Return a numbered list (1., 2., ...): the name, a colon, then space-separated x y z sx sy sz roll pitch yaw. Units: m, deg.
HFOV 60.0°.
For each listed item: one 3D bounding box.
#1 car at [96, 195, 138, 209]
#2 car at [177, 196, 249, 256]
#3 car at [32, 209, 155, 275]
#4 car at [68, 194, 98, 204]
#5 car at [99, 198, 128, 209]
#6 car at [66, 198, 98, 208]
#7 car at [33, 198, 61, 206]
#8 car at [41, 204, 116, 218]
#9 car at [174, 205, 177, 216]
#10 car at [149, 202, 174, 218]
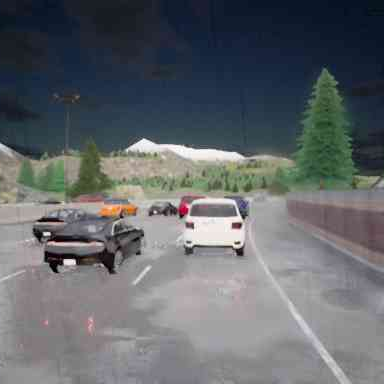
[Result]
1. car: -6.631 1.458 30.879 2.097 1.767 4.553 0 0 13
2. car: 0.967 1.279 13.555 2.150 2.045 5.566 0 0 6
3. car: -2.807 1.527 10.616 2.128 1.511 4.902 0 0 5
4. car: -15.844 1.378 50.125 2.150 2.045 5.566 0 0 20
5. car: -11.885 1.648 50.733 1.882 1.535 5.008 0 -1 20
6. car: -17.981 1.715 54.498 2.033 1.411 5.357 0 0 21
7. car: -22.596 1.671 51.993 1.812 1.442 4.674 0 0 19
8. car: -5.720 1.541 16.192 2.128 1.511 4.902 0 0 7
9. car: 0.353 1.344 30.256 2.150 2.045 5.566 0 0 13
10. car: -2.769 1.647 32.148 1.812 1.442 4.674 0 0 13
